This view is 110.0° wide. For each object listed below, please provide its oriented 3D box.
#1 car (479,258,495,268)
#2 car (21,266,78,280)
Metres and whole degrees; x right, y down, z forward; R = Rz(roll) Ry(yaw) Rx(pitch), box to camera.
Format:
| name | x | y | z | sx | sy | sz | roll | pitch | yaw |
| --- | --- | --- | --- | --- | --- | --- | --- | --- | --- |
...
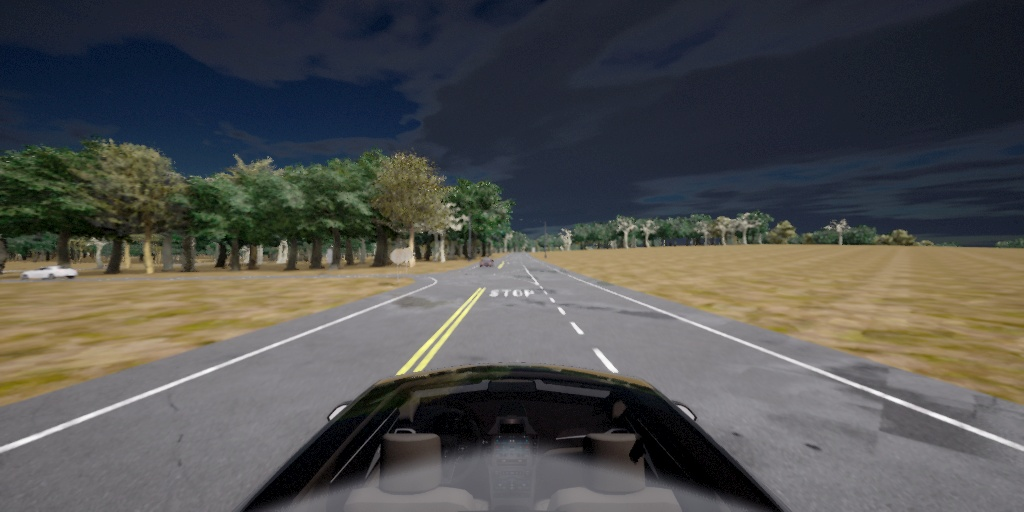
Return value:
| name | x | y | z | sx | sy | sz | roll | pitch | yaw |
| --- | --- | --- | --- | --- | --- | --- | --- | --- | --- |
| car | -3.469 | 0.914 | 49.958 | 1.994 | 1.385 | 4.181 | 0 | 1 | 0 |
| car | -49.298 | 1.815 | 38.301 | 4.674 | 1.442 | 1.812 | -1 | -1 | 1 |
